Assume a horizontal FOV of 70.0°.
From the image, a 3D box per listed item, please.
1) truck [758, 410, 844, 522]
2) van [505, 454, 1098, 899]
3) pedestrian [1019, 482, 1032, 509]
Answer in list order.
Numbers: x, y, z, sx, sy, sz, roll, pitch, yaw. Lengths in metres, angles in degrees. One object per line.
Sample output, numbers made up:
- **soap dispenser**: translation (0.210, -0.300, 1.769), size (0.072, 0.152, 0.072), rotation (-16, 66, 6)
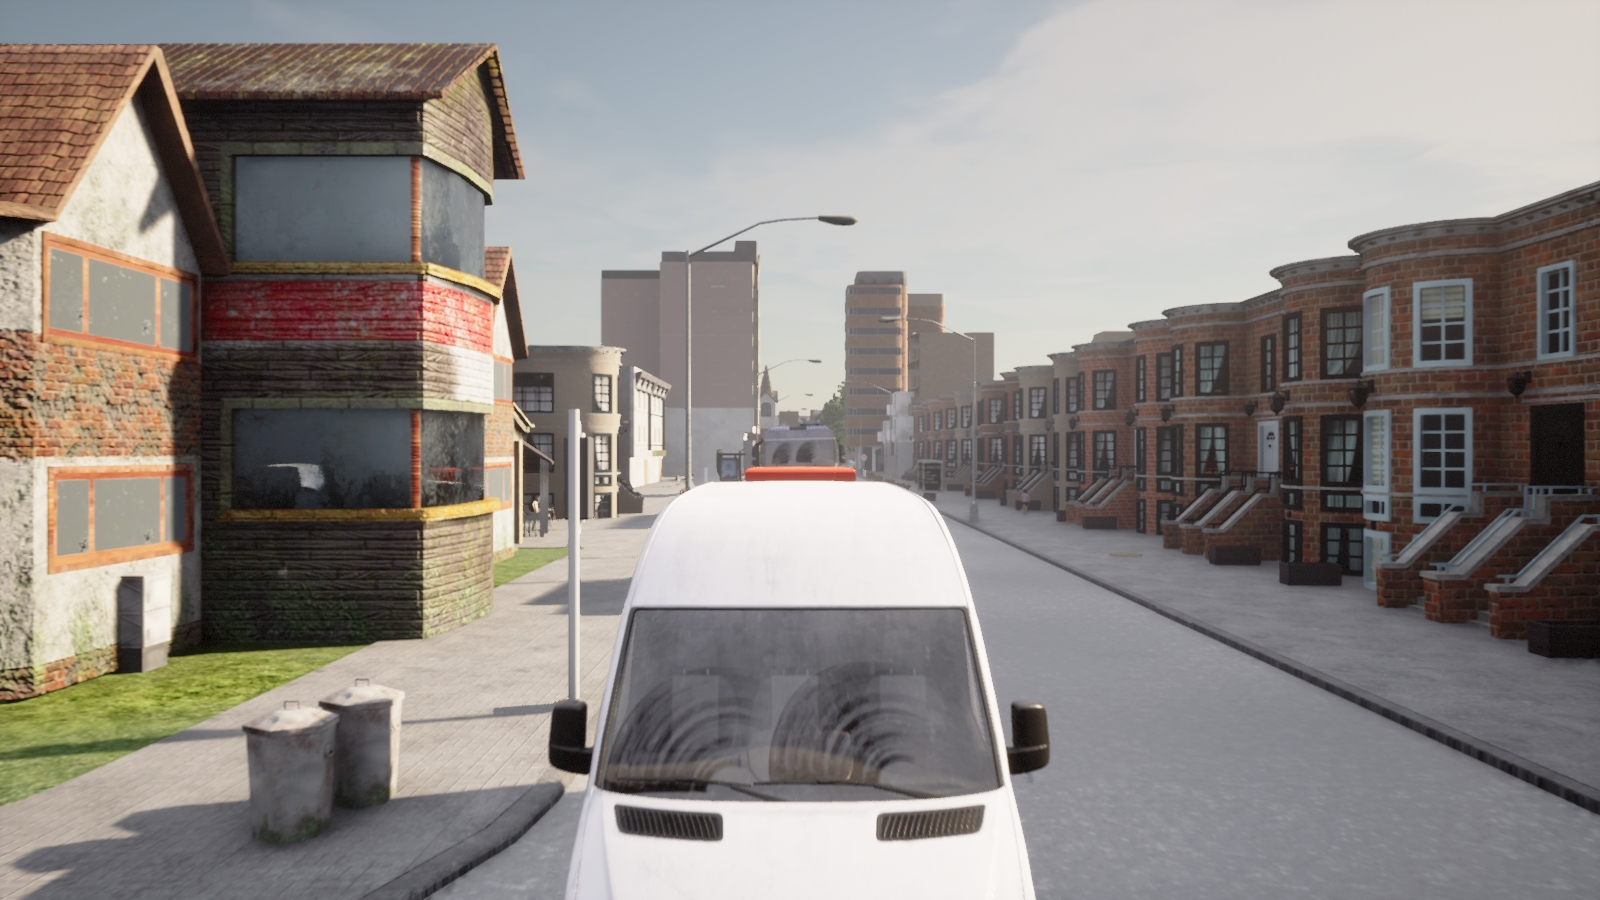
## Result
- **truck**: translation (0.014, 0.635, 43.930), size (2.891, 3.827, 8.468), rotation (-1, -1, 0)
- **van**: translation (0.002, 1.312, 6.791), size (1.988, 2.561, 5.915), rotation (0, 0, 0)
- **pedestrian**: translation (9.397, 1.889, 47.651), size (0.500, 1.100, 0.500), rotation (0, 0, 9)
